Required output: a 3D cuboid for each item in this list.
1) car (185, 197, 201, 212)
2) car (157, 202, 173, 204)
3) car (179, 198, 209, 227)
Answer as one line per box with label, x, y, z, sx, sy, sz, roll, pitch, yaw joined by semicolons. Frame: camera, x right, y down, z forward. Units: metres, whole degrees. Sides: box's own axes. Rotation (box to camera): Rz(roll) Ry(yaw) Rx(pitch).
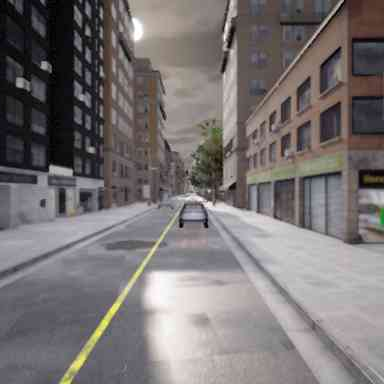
car;0.107;1.462;40.425;1.801;1.575;5.366;0;0;0
car;-2.978;1.319;38.324;1.895;1.301;4.718;0;0;0
car;0.110;1.434;22.878;2.033;1.649;4.856;0;0;0
